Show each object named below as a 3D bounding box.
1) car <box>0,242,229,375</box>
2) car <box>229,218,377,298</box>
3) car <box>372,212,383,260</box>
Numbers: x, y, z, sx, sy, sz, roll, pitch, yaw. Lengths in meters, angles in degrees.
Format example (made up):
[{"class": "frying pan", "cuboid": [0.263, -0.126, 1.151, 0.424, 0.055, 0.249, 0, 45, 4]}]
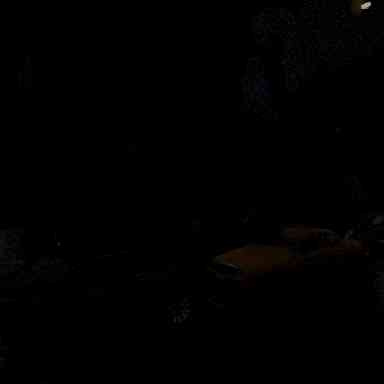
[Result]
[{"class": "car", "cuboid": [-1.719, 1.566, 5.424, 4.313, 1.339, 1.947, 0, 0, -36]}, {"class": "car", "cuboid": [2.567, 1.524, 8.488, 4.829, 1.417, 1.752, 0, 0, -36]}, {"class": "car", "cuboid": [7.128, 1.439, 11.749, 4.097, 1.590, 1.967, 0, 0, -36]}]
